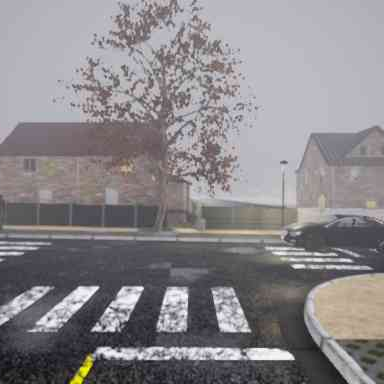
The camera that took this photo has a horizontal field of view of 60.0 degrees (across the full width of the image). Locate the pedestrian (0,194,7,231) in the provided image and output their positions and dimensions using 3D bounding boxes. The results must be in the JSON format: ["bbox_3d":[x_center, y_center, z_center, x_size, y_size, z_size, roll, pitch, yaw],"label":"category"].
[{"bbox_3d":[-9.670,1.023,16.802,0.375,1.860,0.375,0,-2,0],"label":"pedestrian"}]

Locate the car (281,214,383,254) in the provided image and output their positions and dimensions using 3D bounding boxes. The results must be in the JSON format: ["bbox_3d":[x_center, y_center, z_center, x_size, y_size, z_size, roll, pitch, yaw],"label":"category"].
[{"bbox_3d":[6.266,1.689,13.956,4.902,1.511,2.128,1,0,0],"label":"car"}]
